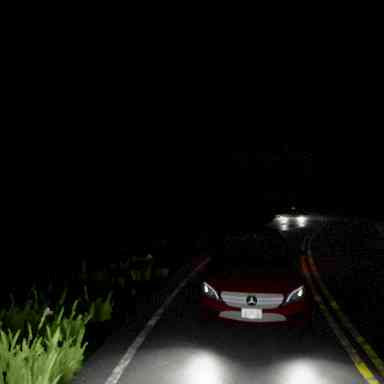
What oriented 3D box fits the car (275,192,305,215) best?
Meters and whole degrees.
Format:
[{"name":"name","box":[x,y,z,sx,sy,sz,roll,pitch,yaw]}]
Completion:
[{"name":"car","box":[9.413,1.075,32.489,2.150,2.045,5.566,0,1,7]}]

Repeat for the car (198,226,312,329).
[{"name":"car","box":[1.335,1.533,7.202,1.812,1.442,4.674,-1,0,11]}]
